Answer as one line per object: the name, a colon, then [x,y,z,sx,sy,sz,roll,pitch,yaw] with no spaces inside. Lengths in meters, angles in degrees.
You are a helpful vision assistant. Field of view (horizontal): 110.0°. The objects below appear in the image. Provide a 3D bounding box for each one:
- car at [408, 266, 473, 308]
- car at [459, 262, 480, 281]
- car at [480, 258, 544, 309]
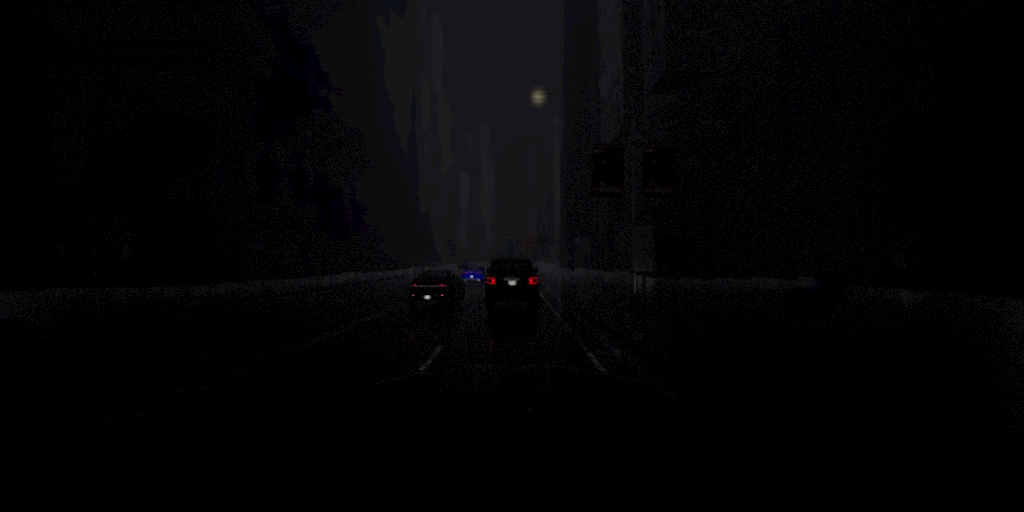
car: [-3.236,1.388,16.156,2.128,1.511,4.902,0,0,0]
car: [-3.224,1.531,31.333,1.882,1.535,5.008,0,0,0]
car: [0.011,1.109,15.865,2.150,2.045,5.566,0,0,0]
